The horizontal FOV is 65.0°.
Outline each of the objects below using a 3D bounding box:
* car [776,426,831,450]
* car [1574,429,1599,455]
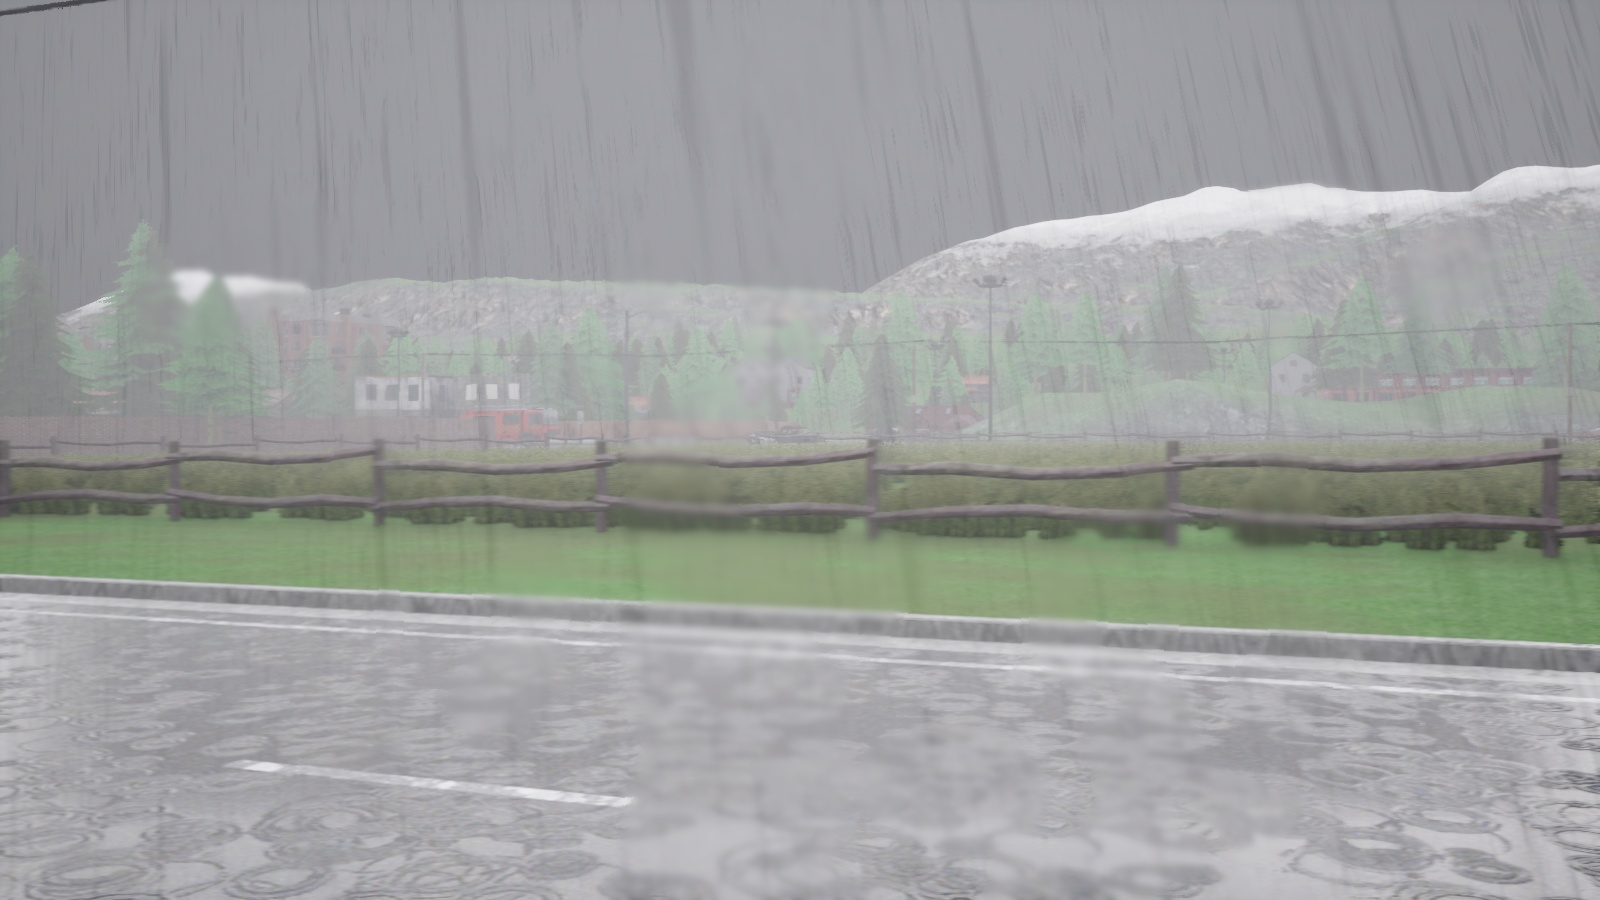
[{"bbox_3d":[0.253,-0.937,97.373,3.866,1.878,1.905,1,1,18],"label":"car"},{"bbox_3d":[54.427,-0.522,83.111,5.027,1.651,2.152,1,1,18],"label":"car"}]
